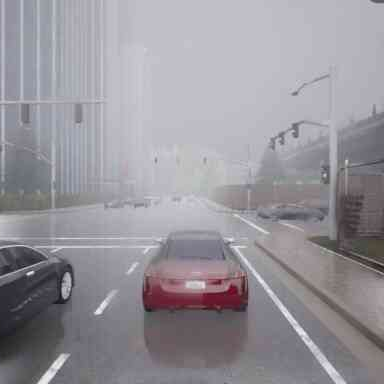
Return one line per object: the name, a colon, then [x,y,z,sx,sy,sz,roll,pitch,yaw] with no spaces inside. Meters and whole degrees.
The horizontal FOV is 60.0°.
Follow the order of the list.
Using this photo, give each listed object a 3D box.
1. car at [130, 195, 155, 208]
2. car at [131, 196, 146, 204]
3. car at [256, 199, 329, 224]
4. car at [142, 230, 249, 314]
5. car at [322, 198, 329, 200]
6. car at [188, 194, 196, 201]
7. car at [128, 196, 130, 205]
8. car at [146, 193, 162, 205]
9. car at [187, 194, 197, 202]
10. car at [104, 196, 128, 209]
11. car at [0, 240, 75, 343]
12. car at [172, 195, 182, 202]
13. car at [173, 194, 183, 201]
car: [-7.100,1.547,48.008,2.033,1.411,5.357,0,0,0]
car: [-10.539,1.548,65.807,2.033,1.411,5.357,0,0,1]
car: [7.235,1.541,24.623,4.902,1.511,2.128,0,0,0]
car: [0.070,1.564,7.708,1.994,1.385,4.181,0,0,0]
car: [11.140,1.407,31.833,4.553,1.767,2.097,0,0,0]
car: [-0.021,1.361,84.723,1.837,1.490,4.892,0,0,0]
car: [-10.597,1.505,54.626,1.837,1.490,4.892,0,0,0]
car: [-7.089,1.221,58.197,2.150,2.045,5.566,0,0,1]
car: [-0.018,1.519,74.614,1.812,1.442,4.674,0,0,0]
car: [-10.603,1.492,45.382,2.128,1.511,4.902,0,0,0]
car: [-3.443,1.505,5.251,1.837,1.490,4.892,0,0,0]
car: [-3.518,1.495,74.298,1.837,1.490,4.892,0,0,0]
car: [-3.521,1.386,84.722,2.128,1.511,4.902,0,0,0]
